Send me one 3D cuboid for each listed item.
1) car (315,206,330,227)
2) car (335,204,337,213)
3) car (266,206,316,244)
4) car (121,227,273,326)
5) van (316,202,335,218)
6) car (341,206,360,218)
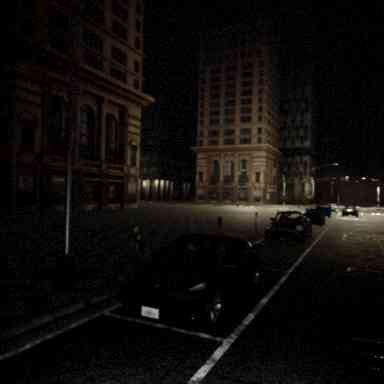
[{"bbox_3d":[10.057,2.074,27.722,1.947,1.339,4.313,1,-1,26],"label":"car"},{"bbox_3d":[22.289,2.591,53.131,2.008,1.369,4.403,1,-1,26],"label":"car"},{"bbox_3d":[5.167,1.730,17.559,1.967,1.590,4.097,1,-1,26],"label":"car"},{"bbox_3d":[0.271,1.636,7.395,1.947,1.339,4.313,1,-1,26],"label":"car"},{"bbox_3d":[14.955,2.063,37.887,1.690,1.788,3.998,1,-1,26],"label":"van"},{"bbox_3d":[19.862,2.435,41.716,2.033,1.411,5.357,1,0,26],"label":"car"}]
